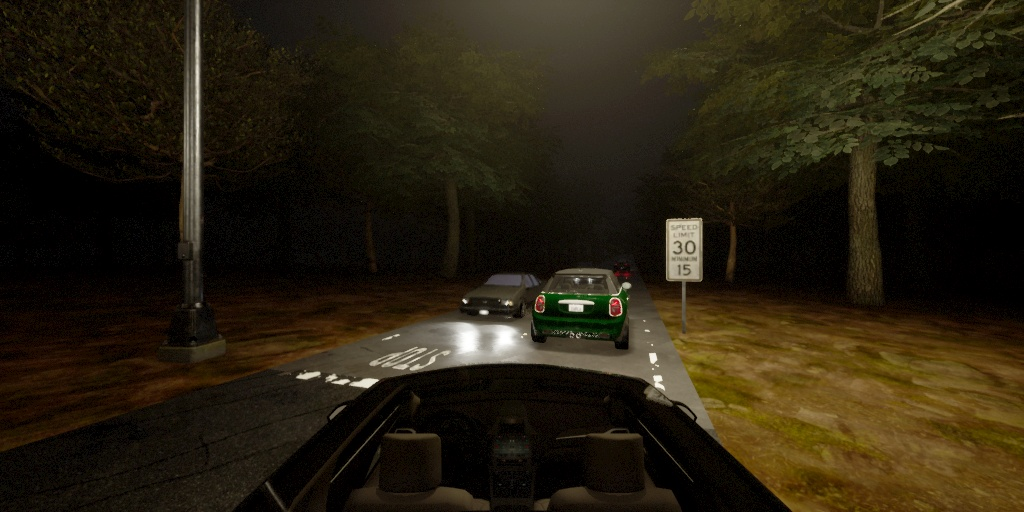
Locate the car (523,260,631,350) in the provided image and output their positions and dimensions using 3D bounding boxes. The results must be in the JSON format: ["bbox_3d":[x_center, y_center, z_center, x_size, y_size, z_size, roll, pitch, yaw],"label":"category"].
[{"bbox_3d":[2.003,1.103,9.473,2.097,1.767,4.553,0,0,18],"label":"car"}]

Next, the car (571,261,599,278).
[{"bbox_3d":[7.208,1.264,34.878,2.033,1.411,5.357,0,0,19],"label":"car"}]

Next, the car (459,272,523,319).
[{"bbox_3d":[-0.006,1.298,13.262,2.033,1.411,5.357,0,0,18],"label":"car"}]
